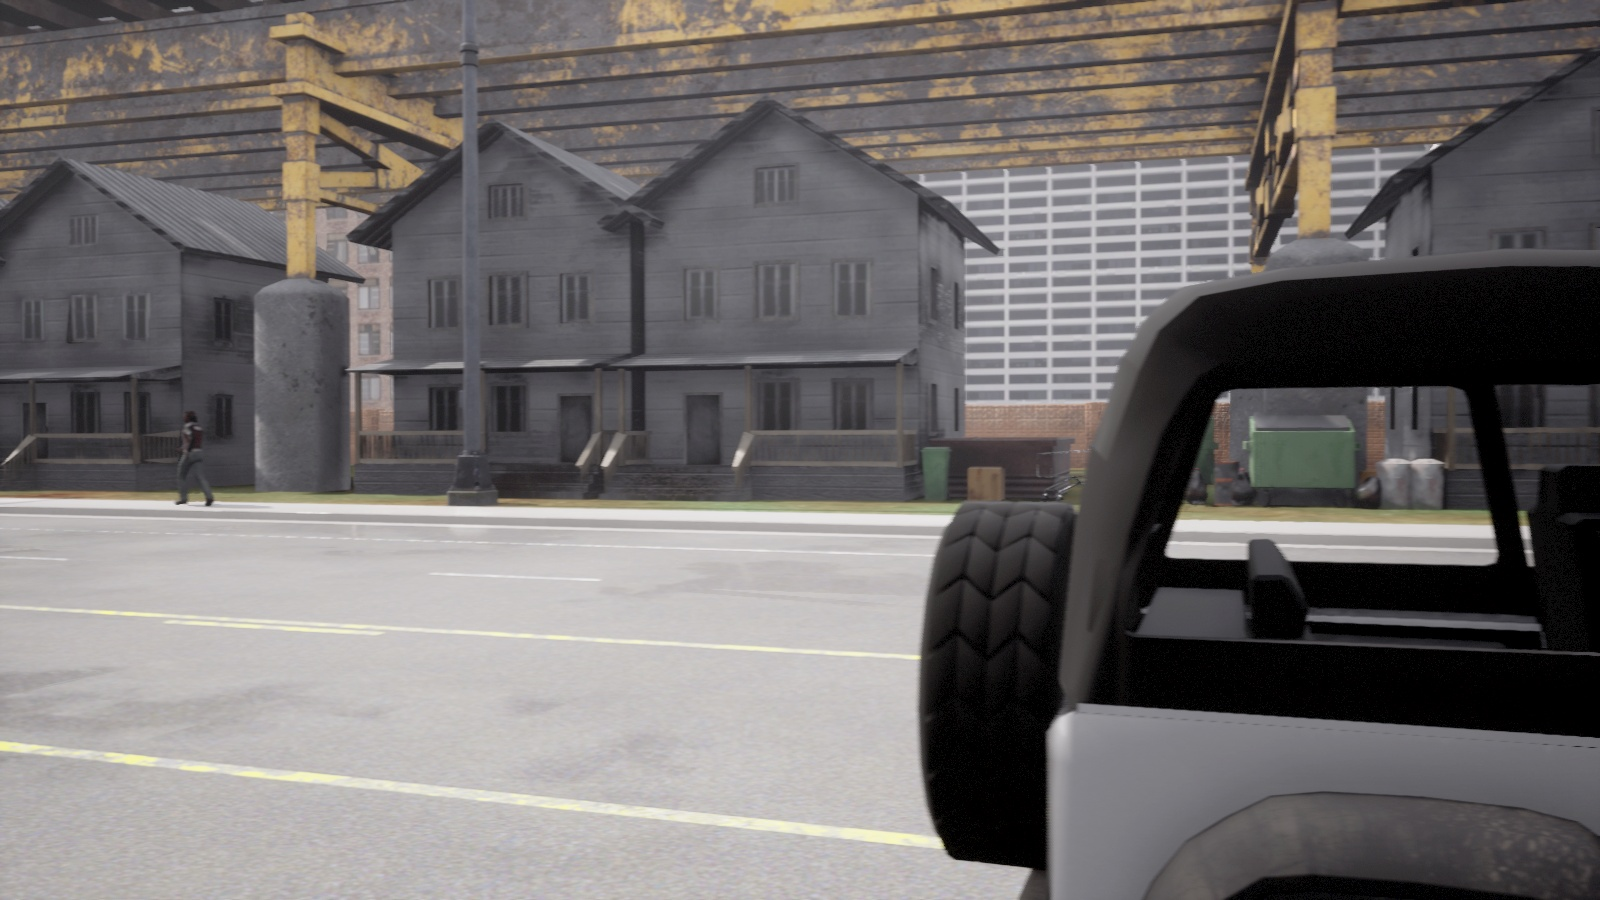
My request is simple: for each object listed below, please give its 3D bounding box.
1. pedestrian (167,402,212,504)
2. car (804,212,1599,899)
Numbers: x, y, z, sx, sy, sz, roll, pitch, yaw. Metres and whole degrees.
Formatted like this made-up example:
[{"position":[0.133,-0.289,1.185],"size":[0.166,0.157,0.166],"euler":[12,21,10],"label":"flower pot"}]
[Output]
[{"position":[-11.663,0.053,23.992],"size":[0.666,1.930,0.402],"euler":[0,1,16],"label":"pedestrian"},{"position":[2.145,0.591,2.475],"size":[3.866,1.878,1.905],"euler":[1,1,19],"label":"car"}]
